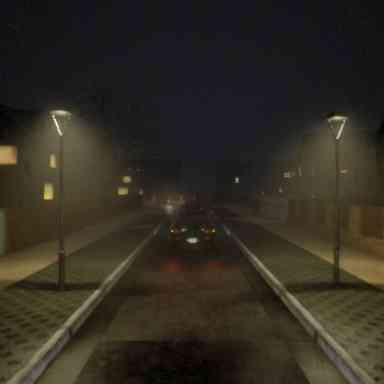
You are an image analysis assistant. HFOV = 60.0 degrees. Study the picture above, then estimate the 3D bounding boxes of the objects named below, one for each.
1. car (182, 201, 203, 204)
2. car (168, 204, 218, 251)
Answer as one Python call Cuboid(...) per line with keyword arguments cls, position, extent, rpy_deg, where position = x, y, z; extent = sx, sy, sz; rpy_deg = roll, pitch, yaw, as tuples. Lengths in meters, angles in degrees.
Cuboid(cls="car", position=(0.036, 1.426, 27.763), extent=(1.994, 1.385, 4.181), rpy_deg=(0, 0, 0))
Cuboid(cls="car", position=(0.045, 1.459, 13.556), extent=(1.812, 1.442, 4.674), rpy_deg=(0, 1, 0))
